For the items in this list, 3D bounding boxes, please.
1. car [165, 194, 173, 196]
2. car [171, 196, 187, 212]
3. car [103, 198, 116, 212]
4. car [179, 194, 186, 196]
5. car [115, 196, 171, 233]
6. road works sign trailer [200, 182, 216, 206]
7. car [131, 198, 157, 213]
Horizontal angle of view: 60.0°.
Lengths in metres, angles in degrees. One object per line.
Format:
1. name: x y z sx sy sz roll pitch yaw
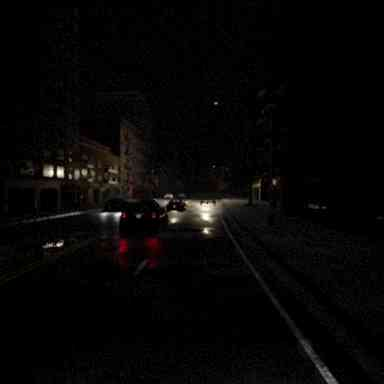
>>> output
1. car: -5.430 1.091 78.332 1.812 1.442 4.674 0 0 4
2. car: -1.686 1.456 36.855 1.994 1.385 4.181 0 0 4
3. car: -8.393 1.398 37.044 1.837 1.490 4.892 0 0 4
4. car: -2.217 1.137 77.692 2.033 1.411 5.357 0 0 4
5. car: -2.685 1.291 19.393 2.097 1.767 4.553 0 0 2
6. road works sign trailer: 2.473 0.318 51.462 2.380 3.560 2.880 0 0 4
7. car: -5.180 1.400 36.402 1.837 1.490 4.892 0 0 4
